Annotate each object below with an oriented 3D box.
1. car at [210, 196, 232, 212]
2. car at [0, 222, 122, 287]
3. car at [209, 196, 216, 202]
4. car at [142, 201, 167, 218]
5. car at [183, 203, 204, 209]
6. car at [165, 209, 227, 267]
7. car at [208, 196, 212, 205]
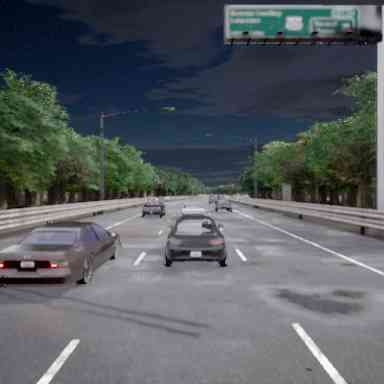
[{"bbox_3d":[3.553,1.523,38.866,2.033,1.411,5.357,0,0,0],"label":"car"},{"bbox_3d":[-3.399,1.546,9.389,2.033,1.411,5.357,0,0,0],"label":"car"},{"bbox_3d":[5.346,1.905,88.387,1.837,1.490,4.892,0,-1,4],"label":"car"},{"bbox_3d":[-3.385,1.526,30.418,2.128,1.511,4.902,0,0,0],"label":"car"},{"bbox_3d":[0.107,1.632,29.028,1.895,1.301,4.718,0,0,0],"label":"car"},{"bbox_3d":[0.115,1.526,11.347,1.812,1.442,4.674,0,0,0],"label":"car"},{"bbox_3d":[4.099,1.650,62.651,2.033,1.411,5.357,0,0,2],"label":"car"}]
